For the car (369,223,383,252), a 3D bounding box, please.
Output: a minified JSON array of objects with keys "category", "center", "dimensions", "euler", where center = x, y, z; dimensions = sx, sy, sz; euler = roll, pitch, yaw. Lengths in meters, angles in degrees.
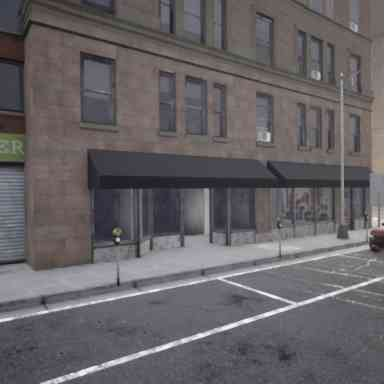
[{"category":"car","center":[8.447,1.539,12.614],"dimensions":[4.507,1.381,1.887],"euler":[0,-1,-36]}]
